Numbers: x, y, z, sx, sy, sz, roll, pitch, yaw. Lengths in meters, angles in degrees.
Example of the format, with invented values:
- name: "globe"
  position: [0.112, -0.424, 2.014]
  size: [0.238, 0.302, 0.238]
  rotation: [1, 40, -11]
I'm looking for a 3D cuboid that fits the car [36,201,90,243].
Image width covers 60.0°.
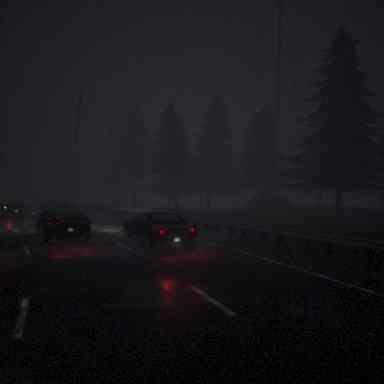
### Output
- name: "car"
  position: [-6.273, 1.415, 15.910]
  size: [1.882, 1.535, 5.008]
  rotation: [0, 0, -30]

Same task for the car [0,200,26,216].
- name: "car"
  position: [-16.233, 1.412, 29.653]
  size: [1.812, 1.442, 4.674]
  rotation: [0, 0, -42]

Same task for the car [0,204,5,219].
- name: "car"
  position: [-8.750, 1.442, 13.214]
  size: [2.128, 1.511, 4.902]
  rotation: [0, 0, -30]

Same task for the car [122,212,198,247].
- name: "car"
  position: [-1.626, 1.541, 14.811]
  size: [1.895, 1.301, 4.718]
  rotation: [0, 0, -28]

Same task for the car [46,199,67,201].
- name: "car"
  position: [-12.741, 1.386, 30.979]
  size: [1.837, 1.490, 4.892]
  rotation: [0, 1, -41]
